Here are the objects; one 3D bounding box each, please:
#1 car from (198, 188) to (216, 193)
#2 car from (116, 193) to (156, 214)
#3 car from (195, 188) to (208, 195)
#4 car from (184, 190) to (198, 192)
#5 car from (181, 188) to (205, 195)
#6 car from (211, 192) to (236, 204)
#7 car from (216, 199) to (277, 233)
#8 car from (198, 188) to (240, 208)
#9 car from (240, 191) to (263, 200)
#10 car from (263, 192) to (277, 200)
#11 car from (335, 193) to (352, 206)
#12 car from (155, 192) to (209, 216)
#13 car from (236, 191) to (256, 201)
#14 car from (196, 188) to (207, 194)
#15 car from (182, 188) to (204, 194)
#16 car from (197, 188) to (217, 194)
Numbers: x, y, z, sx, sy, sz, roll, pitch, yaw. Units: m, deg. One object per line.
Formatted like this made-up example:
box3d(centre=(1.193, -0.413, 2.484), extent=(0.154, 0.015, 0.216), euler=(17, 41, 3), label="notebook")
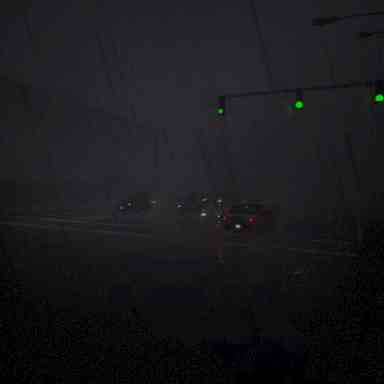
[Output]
box3d(centre=(3.898, -0.347, 85.119), extent=(4.536, 1.218, 1.853), euler=(0, 1, -35), label="car")
box3d(centre=(-4.160, 0.877, 26.969), extent=(2.128, 1.511, 4.902), euler=(1, 1, 26), label="car")
box3d(centre=(2.282, -0.113, 79.987), extent=(2.038, 1.542, 4.974), euler=(1, 1, -10), label="car")
box3d(centre=(-0.159, 0.639, 35.088), extent=(2.097, 1.767, 4.553), euler=(1, 1, 27), label="car")
box3d(centre=(0.262, -0.062, 75.846), extent=(4.974, 1.542, 2.038), euler=(0, 1, -20), label="car")
box3d(centre=(4.224, 0.744, 43.946), extent=(1.994, 1.385, 4.181), euler=(1, 1, 26), label="car")
box3d(centre=(3.151, 1.287, 17.589), extent=(1.895, 1.301, 4.718), euler=(1, 1, 26), label="car")
box3d(centre=(2.736, 0.725, 33.053), extent=(2.097, 1.767, 4.553), euler=(1, 1, 26), label="car")
box3d(centre=(7.146, 0.829, 41.952), extent=(1.994, 1.385, 4.181), euler=(1, 1, 27), label="car")
box3d(centre=(11.768, 0.701, 51.260), extent=(2.033, 1.411, 5.357), euler=(1, 1, 26), label="car")
box3d(centre=(19.843, 0.908, 43.659), extent=(1.882, 1.535, 5.008), euler=(1, 1, 26), label="car")
box3d(centre=(-0.674, 0.982, 26.125), extent=(1.812, 1.442, 4.674), euler=(1, 1, 26), label="car")
box3d(centre=(8.641, 0.599, 52.830), extent=(1.812, 1.442, 4.674), euler=(1, 1, 26), label="car")
box3d(centre=(2.275, -0.272, 80.035), extent=(1.853, 1.218, 4.536), euler=(1, 1, -10), label="car")
box3d(centre=(0.216, -0.220, 75.824), extent=(4.536, 1.218, 1.853), euler=(0, 1, -20), label="car")
box3d(centre=(3.937, -0.189, 85.152), extent=(4.974, 1.542, 2.038), euler=(0, 1, -35), label="car")
